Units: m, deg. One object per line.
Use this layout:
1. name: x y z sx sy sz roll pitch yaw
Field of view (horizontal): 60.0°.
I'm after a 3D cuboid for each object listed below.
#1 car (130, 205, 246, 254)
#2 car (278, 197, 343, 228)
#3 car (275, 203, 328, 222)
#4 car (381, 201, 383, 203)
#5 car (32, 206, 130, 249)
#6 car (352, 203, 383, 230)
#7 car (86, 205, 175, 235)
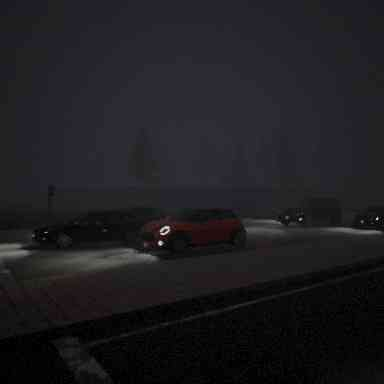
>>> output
1. car: 0.082 1.426 13.857 4.553 1.767 2.097 1 0 -35
2. car: 8.762 1.418 24.331 5.566 2.045 2.150 1 -1 -35
3. car: 9.723 1.735 29.311 4.892 1.490 1.837 1 -1 -35
4. car: 24.140 1.710 39.532 5.566 2.045 2.150 1 0 -36
5. car: -4.451 1.550 14.928 4.892 1.490 1.837 1 0 -35
6. car: 13.089 1.727 23.106 4.892 1.490 1.837 1 -1 -35
7. car: -3.593 1.584 19.839 4.892 1.490 1.837 1 -1 -35
